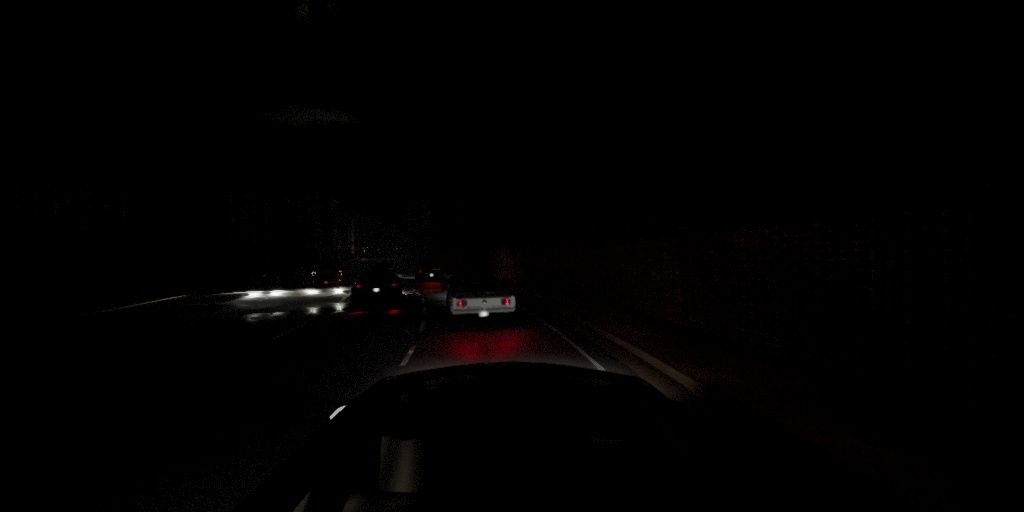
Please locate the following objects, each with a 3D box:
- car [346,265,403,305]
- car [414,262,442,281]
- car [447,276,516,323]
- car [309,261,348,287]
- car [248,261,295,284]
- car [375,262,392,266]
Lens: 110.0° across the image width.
[{"bbox_3d":[-6.017,1.324,16.260,1.994,1.385,4.181,-1,0,-17],"label":"car"},{"bbox_3d":[-7.047,1.225,30.089,1.837,1.490,4.892,-1,0,-20],"label":"car"},{"bbox_3d":[-1.240,1.326,12.190,1.895,1.301,4.718,-1,0,-12],"label":"car"},{"bbox_3d":[-12.960,1.158,25.626,2.097,1.767,4.553,-1,0,-20],"label":"car"},{"bbox_3d":[-16.242,1.045,24.405,1.994,1.385,4.181,-1,0,-20],"label":"car"},{"bbox_3d":[-11.878,1.265,33.190,1.837,1.490,4.892,-1,0,-20],"label":"car"}]
